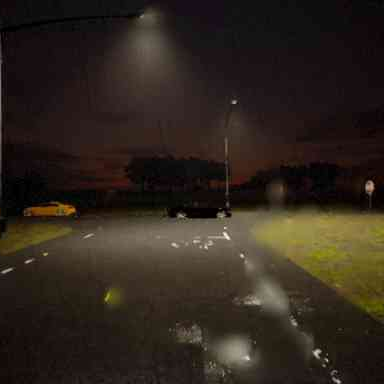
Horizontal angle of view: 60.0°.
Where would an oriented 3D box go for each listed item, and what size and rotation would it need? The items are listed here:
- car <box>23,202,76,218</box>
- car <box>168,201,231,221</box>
[{"bbox_3d":[-14.179,1.755,33.177,5.008,1.535,1.882,-1,-2,0],"label":"car"},{"bbox_3d":[0.583,1.452,26.262,5.008,1.535,1.882,0,-1,-1],"label":"car"}]
